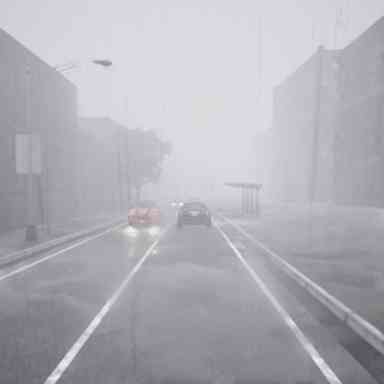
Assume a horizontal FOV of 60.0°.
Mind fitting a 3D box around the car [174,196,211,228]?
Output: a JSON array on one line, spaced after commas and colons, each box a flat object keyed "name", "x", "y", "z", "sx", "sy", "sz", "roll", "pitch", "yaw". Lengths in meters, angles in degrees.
[{"name": "car", "x": 0.150, "y": 1.371, "z": 22.128, "sx": 2.097, "sy": 1.767, "sz": 4.553, "roll": 0, "pitch": 0, "yaw": 0}]

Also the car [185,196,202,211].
[{"name": "car", "x": 0.212, "y": 1.366, "z": 42.453, "sx": 2.097, "sy": 1.767, "sz": 4.553, "roll": 0, "pitch": 0, "yaw": 0}]

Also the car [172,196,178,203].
[{"name": "car", "x": -2.784, "y": 1.411, "z": 64.966, "sx": 1.895, "sy": 1.301, "sz": 4.718, "roll": 0, "pitch": 1, "yaw": 1}]

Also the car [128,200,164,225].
[{"name": "car", "x": -3.272, "y": 1.375, "z": 24.159, "sx": 2.097, "sy": 1.767, "sz": 4.553, "roll": 0, "pitch": 0, "yaw": 1}]
